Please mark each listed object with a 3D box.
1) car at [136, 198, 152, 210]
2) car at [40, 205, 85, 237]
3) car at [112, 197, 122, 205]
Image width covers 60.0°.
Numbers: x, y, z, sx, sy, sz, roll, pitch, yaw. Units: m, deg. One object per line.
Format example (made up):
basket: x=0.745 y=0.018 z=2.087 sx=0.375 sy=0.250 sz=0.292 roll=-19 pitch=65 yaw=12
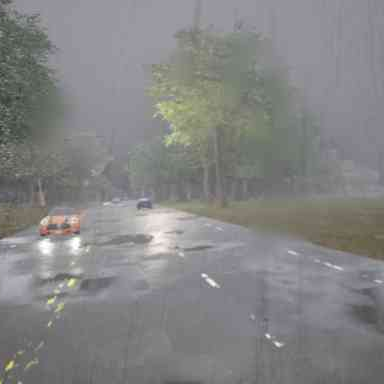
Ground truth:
car: x=-6.870 y=1.612 z=47.232 sx=1.882 sy=1.535 sz=5.008 roll=-3 pitch=0 yaw=-13
car: x=-7.807 y=1.643 z=20.350 sx=2.097 sy=1.767 sz=4.553 roll=-3 pitch=0 yaw=-13
car: x=-17.440 y=1.950 z=77.196 sx=2.097 sy=1.767 sz=4.553 roll=-3 pitch=0 yaw=-11
